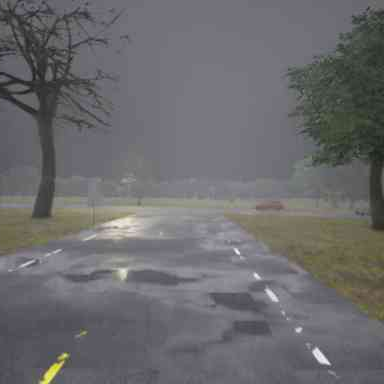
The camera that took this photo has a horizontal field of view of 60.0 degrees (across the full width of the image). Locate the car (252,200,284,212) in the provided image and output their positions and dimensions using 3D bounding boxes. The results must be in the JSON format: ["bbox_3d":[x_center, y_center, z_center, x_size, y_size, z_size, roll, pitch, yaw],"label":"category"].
[{"bbox_3d":[13.537,2.454,59.148,5.566,2.045,2.150,0,0,0],"label":"car"}]

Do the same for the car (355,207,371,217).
[{"bbox_3d":[28.473,3.144,52.080,5.357,1.411,2.033,2,0,0],"label":"car"}]
